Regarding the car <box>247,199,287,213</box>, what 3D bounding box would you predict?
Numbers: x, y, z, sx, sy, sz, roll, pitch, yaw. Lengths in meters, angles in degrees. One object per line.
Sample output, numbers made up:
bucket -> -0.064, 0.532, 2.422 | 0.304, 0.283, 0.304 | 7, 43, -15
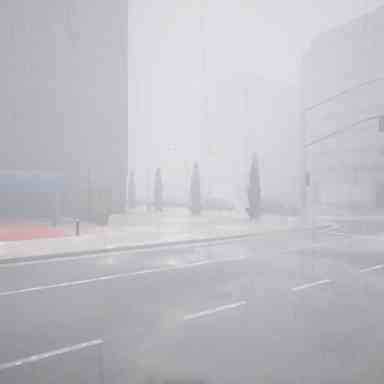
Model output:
car -> 8.509, 1.564, 37.841 | 1.994, 1.385, 4.181 | 0, 0, -35

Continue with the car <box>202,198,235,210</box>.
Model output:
car -> 3.515, 1.526, 45.036 | 1.812, 1.442, 4.674 | 0, 0, -35

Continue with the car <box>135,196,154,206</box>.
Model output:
car -> -8.100, 1.526, 55.676 | 1.812, 1.442, 4.674 | 0, 0, -34

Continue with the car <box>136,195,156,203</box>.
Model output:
car -> -9.772, 1.520, 70.452 | 2.128, 1.511, 4.902 | 0, 0, -35

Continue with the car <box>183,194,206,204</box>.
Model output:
car -> 0.365, 1.352, 62.186 | 2.097, 1.767, 4.553 | 0, 0, -35

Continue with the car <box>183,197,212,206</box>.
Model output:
car -> 0.897, 1.547, 55.284 | 2.033, 1.411, 5.357 | 0, 0, -35

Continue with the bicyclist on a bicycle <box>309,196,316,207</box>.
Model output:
bicyclist on a bicycle -> 16.941, 1.301, 46.707 | 1.656, 1.620, 0.582 | 0, 0, -35

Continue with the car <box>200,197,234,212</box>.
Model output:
car -> 3.001, 1.491, 39.637 | 2.128, 1.511, 4.902 | 0, 0, -35

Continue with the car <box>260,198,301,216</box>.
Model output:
car -> 8.192, 1.352, 32.161 | 2.097, 1.767, 4.553 | 0, 0, -35

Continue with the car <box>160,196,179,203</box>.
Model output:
car -> -4.757, 1.601, 69.527 | 1.895, 1.301, 4.718 | 0, 0, -35

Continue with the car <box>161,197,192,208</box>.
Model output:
car -> -2.559, 1.547, 47.646 | 2.033, 1.411, 5.357 | 0, 0, -35

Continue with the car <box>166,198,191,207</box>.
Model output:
car -> -2.202, 1.601, 53.280 | 1.895, 1.301, 4.718 | 0, 0, -35
